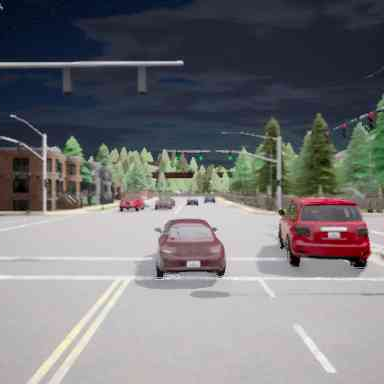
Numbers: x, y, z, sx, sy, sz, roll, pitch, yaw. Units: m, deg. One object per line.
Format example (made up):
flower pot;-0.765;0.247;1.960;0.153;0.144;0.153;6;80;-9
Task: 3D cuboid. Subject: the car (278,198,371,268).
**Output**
car;4.303;1.225;11.528;2.150;2.045;5.566;-1;0;11

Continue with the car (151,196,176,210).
car;-3.598;1.355;42.908;2.097;1.767;4.553;0;0;0

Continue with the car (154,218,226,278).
car;-0.159;1.526;10.104;1.812;1.442;4.674;0;0;-5

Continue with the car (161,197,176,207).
car;-3.579;1.567;51.516;1.994;1.385;4.181;0;0;0

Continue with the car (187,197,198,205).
car;0.096;1.604;57.875;1.895;1.301;4.718;0;0;0

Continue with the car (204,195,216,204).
car;3.506;1.356;66.057;2.097;1.767;4.553;0;0;0

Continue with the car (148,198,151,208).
car;-7.089;1.529;49.038;1.812;1.442;4.674;0;0;1

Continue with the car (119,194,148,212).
car;-7.072;1.224;39.639;2.150;2.045;5.566;0;0;2
